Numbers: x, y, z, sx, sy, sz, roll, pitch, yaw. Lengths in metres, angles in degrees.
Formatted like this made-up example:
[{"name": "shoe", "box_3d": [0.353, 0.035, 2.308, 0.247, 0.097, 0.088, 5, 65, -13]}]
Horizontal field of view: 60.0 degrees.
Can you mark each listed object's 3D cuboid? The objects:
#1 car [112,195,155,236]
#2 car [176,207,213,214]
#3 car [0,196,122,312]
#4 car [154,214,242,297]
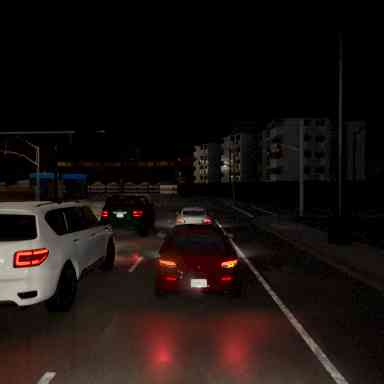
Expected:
[{"name": "car", "box_3d": [-3.352, 1.179, 18.183, 2.150, 2.045, 5.566, 0, 0, 0]}, {"name": "car", "box_3d": [0.115, 1.490, 17.553, 1.812, 1.442, 4.674, 0, 0, 1]}, {"name": "car", "box_3d": [-3.383, 1.217, 7.824, 2.150, 2.045, 5.566, 0, 0, 0]}, {"name": "car", "box_3d": [0.120, 1.521, 8.466, 1.812, 1.442, 4.674, 0, 0, 0]}]
